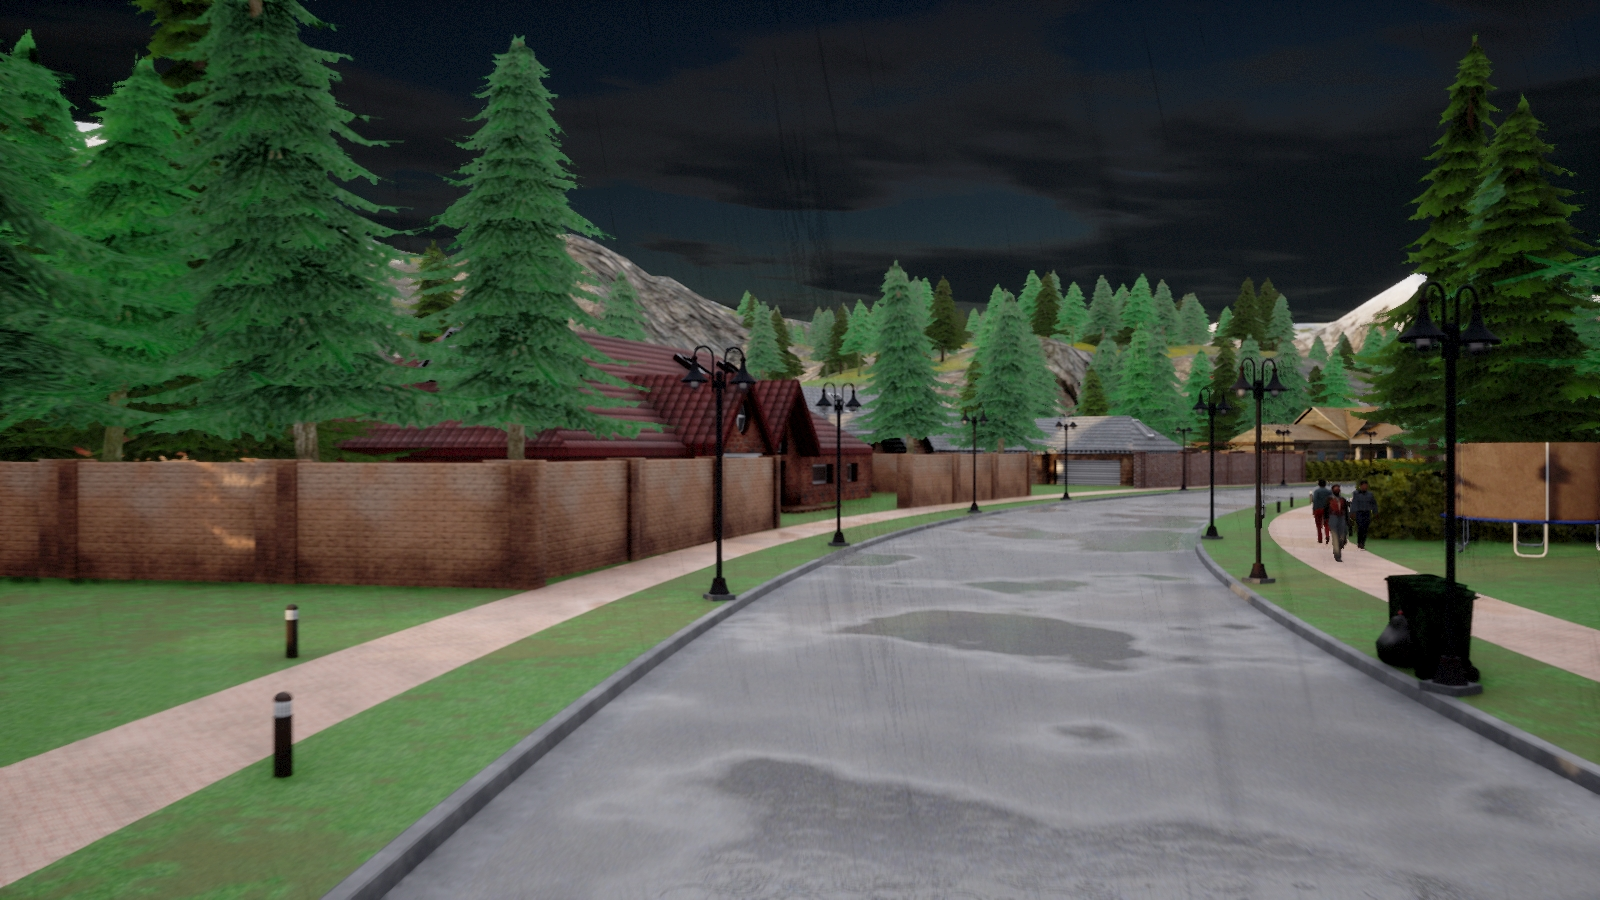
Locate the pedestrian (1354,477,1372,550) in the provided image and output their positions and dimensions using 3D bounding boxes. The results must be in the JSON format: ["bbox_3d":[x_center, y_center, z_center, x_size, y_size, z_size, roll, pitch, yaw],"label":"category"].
[{"bbox_3d":[14.552,1.644,29.531,0.375,1.860,0.375,0,0,16],"label":"pedestrian"}]

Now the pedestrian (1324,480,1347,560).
[{"bbox_3d":[12.581,1.646,26.841,0.375,1.860,0.375,0,0,5],"label":"pedestrian"}]

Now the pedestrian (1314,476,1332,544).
[{"bbox_3d":[14.431,1.643,31.528,0.375,1.860,0.375,0,0,14],"label":"pedestrian"}]
